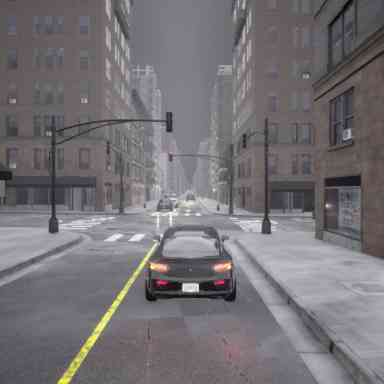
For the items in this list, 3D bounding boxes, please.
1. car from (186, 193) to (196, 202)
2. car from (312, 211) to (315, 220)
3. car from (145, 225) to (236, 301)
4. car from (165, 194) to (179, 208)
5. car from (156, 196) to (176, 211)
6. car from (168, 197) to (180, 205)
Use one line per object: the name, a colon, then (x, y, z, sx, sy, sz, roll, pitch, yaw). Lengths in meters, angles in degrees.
car: (-0.306, 1.360, 81.732, 2.150, 2.045, 5.566, 0, 0, 0)
car: (12.257, 1.722, 26.824, 5.008, 1.535, 1.882, 1, 0, -1)
car: (-0.024, 1.527, 8.196, 1.812, 1.442, 4.674, 0, 0, 0)
car: (-3.285, 1.294, 50.854, 2.150, 2.045, 5.566, 0, 0, 0)
car: (-3.264, 1.557, 40.800, 1.837, 1.490, 4.892, 0, 0, -2)
car: (-3.293, 1.641, 61.433, 2.033, 1.411, 5.357, 0, 0, 0)
